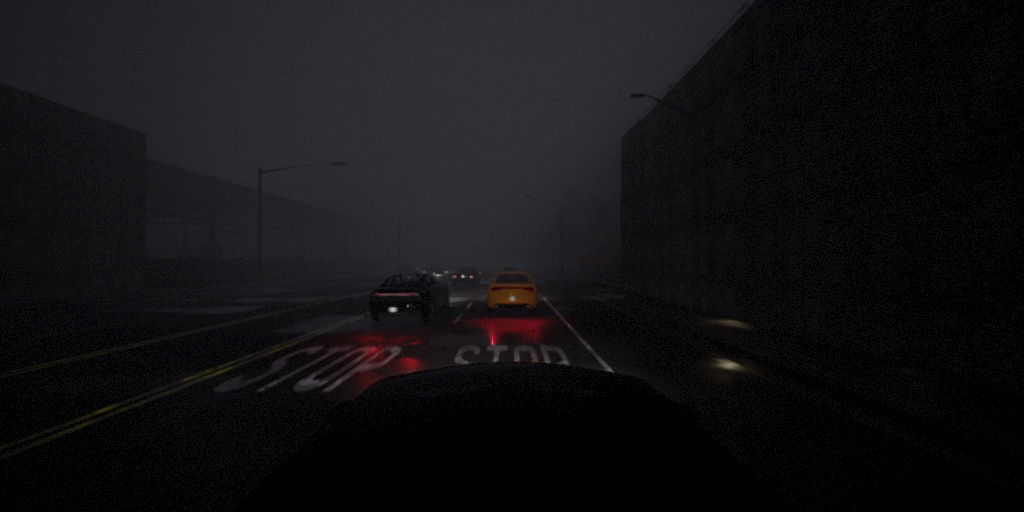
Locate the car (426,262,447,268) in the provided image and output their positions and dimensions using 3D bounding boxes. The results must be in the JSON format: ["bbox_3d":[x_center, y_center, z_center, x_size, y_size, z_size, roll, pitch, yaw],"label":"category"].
[{"bbox_3d":[-10.943,1.795,50.756,1.837,1.490,4.892,0,-1,0],"label":"car"}]

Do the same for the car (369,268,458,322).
[{"bbox_3d":[-3.488,1.368,12.897,2.128,1.511,4.902,0,0,0],"label":"car"}]

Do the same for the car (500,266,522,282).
[{"bbox_3d":[-0.140,1.663,34.608,1.994,1.385,4.181,0,-1,0],"label":"car"}]

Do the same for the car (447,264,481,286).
[{"bbox_3d":[-3.606,1.591,28.790,2.033,1.411,5.357,0,-1,0],"label":"car"}]

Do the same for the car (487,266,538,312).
[{"bbox_3d":[0.001,1.369,15.019,1.882,1.535,5.008,0,-1,0],"label":"car"}]

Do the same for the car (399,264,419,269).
[{"bbox_3d":[-14.445,1.839,50.456,2.033,1.411,5.357,0,-1,0],"label":"car"}]
